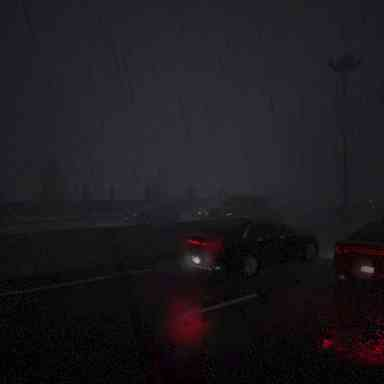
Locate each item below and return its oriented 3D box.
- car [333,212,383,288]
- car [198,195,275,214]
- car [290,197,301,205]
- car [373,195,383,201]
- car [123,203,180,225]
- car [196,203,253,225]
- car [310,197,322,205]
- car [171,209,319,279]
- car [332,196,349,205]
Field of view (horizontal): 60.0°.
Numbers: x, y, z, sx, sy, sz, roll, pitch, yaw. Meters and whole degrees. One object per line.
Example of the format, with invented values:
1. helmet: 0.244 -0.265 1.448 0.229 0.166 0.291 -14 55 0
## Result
1. car: 5.501 1.446 8.532 5.008 1.535 1.882 0 0 -41
2. car: 3.131 1.213 20.929 2.150 2.045 5.566 0 0 44
3. car: 18.877 1.572 60.354 1.812 1.442 4.674 0 0 18
4. car: 43.398 1.269 76.292 1.994 1.385 4.181 -1 0 4
5. car: -2.931 1.549 24.803 4.674 1.442 1.812 0 0 -45
6. car: 2.552 1.604 25.387 1.895 1.301 4.718 0 0 42
7. car: 22.743 1.619 60.955 1.895 1.301 4.718 -1 0 17
8. car: 1.966 1.491 10.078 4.892 1.490 1.837 0 0 -40
9. car: 24.971 1.575 56.573 1.895 1.301 4.718 -1 0 19
